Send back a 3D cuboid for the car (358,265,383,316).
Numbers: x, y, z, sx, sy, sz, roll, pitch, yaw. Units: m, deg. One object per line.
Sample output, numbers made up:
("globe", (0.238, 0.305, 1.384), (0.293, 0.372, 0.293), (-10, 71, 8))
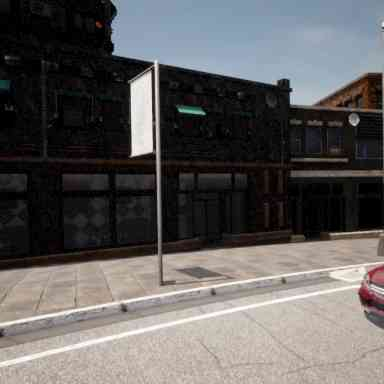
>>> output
("car", (5.217, 1.513, 6.020), (4.674, 1.442, 1.812), (0, 0, -23))
